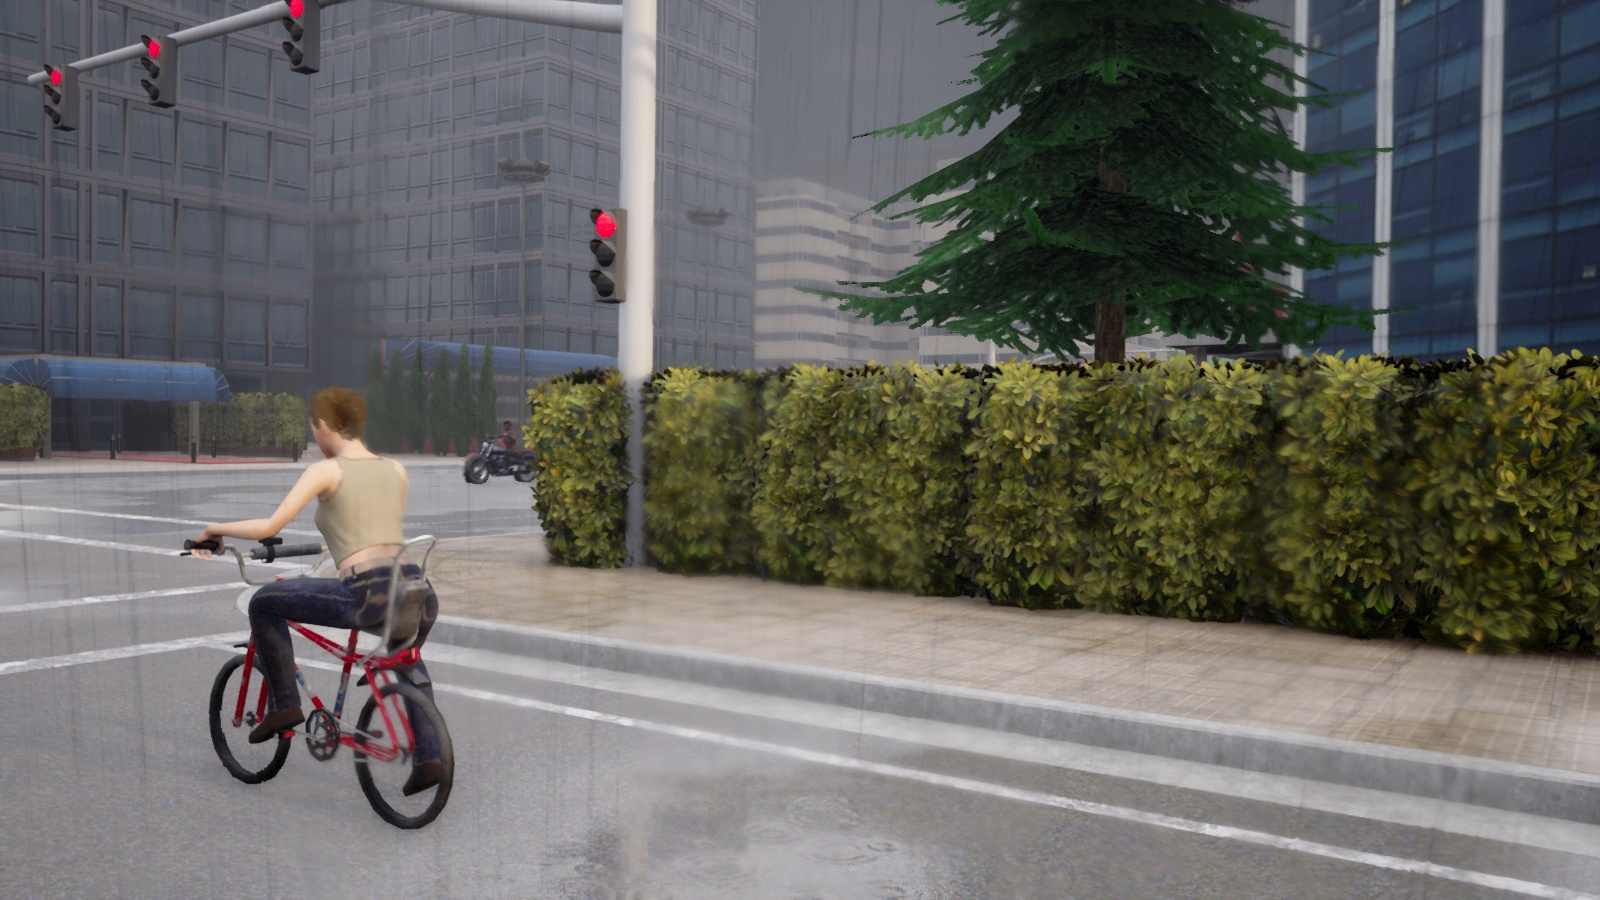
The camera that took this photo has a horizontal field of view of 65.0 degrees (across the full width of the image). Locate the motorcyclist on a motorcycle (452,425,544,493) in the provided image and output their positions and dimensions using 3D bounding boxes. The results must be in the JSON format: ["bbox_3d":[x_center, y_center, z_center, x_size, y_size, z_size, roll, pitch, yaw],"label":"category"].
[{"bbox_3d":[-7.574,0.196,31.582,0.766,1.649,2.350,0,1,33],"label":"motorcyclist on a motorcycle"}]

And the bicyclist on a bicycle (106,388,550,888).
[{"bbox_3d":[-1.822,0.597,4.827,1.509,1.612,0.866,0,1,34],"label":"bicyclist on a bicycle"}]
